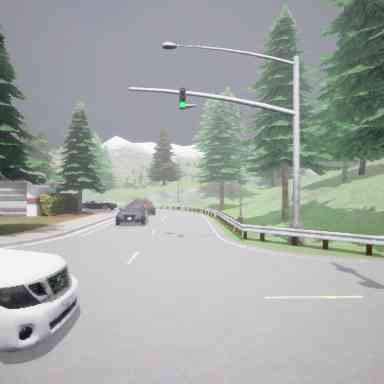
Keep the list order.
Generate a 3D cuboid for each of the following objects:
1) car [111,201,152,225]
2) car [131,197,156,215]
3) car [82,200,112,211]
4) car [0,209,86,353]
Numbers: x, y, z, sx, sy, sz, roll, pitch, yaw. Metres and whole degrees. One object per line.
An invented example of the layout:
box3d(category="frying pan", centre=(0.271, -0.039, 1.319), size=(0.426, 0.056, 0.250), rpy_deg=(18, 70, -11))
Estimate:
box3d(category="car", centre=(-4.188, 1.562, 23.746), size=(1.994, 1.385, 4.181), rpy_deg=(0, 0, -3))
box3d(category="car", centre=(-5.098, 1.349, 33.529), size=(2.097, 1.767, 4.553), rpy_deg=(0, 0, -20))
box3d(category="car", centre=(-11.733, 1.604, 41.216), size=(4.718, 1.301, 1.895), rpy_deg=(0, 0, 14))
box3d(category="car", centre=(-4.724, 1.345, 5.160), size=(5.566, 2.045, 2.150), rpy_deg=(1, 0, -2))
